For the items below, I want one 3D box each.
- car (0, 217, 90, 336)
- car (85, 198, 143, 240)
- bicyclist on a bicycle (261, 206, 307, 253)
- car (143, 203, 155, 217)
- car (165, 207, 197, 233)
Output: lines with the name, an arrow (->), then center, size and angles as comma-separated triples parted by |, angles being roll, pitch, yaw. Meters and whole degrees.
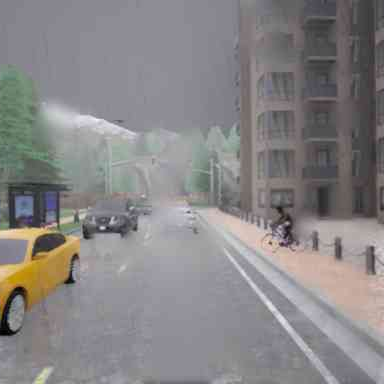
car -> -3.824, 1.555, 6.973 | 1.882, 1.535, 5.008 | -1, 0, -2
car -> -4.293, 1.359, 18.351 | 2.150, 2.045, 5.566 | -1, -1, -2
bicyclist on a bicycle -> 3.203, 1.317, 11.568 | 1.656, 1.620, 0.582 | 0, 0, -2
car -> -4.864, 1.816, 34.091 | 1.895, 1.301, 4.718 | -1, 0, -2
car -> -0.671, 1.628, 20.235 | 1.812, 1.442, 4.674 | -1, 0, -2
